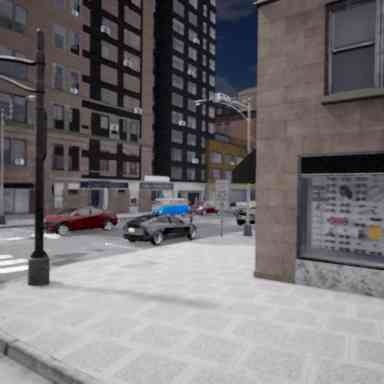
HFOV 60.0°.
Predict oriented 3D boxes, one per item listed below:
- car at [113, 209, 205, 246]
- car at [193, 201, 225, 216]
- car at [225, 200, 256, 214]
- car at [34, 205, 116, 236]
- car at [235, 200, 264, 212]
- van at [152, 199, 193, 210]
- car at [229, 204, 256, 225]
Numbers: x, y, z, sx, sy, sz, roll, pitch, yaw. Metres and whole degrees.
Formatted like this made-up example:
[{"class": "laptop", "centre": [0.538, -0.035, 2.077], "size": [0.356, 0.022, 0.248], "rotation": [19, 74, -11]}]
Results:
[{"class": "car", "centre": [-1.484, 1.756, 16.549], "size": [1.947, 1.339, 4.313], "rotation": [1, 0, 36]}, {"class": "car", "centre": [1.250, 1.632, 34.911], "size": [1.967, 1.590, 4.097], "rotation": [1, 0, 36]}, {"class": "car", "centre": [4.722, 1.776, 35.315], "size": [1.812, 1.442, 4.674], "rotation": [1, 0, 36]}, {"class": "car", "centre": [-6.666, 1.573, 19.538], "size": [1.882, 1.535, 5.008], "rotation": [1, 0, 35]}, {"class": "car", "centre": [7.580, 1.809, 43.689], "size": [1.752, 1.417, 4.829], "rotation": [0, 0, 36]}, {"class": "van", "centre": [-1.964, 1.488, 30.453], "size": [1.690, 1.788, 3.998], "rotation": [1, 0, 36]}, {"class": "car", "centre": [4.947, 1.842, 25.465], "size": [1.947, 1.339, 4.313], "rotation": [1, 0, 36]}]
